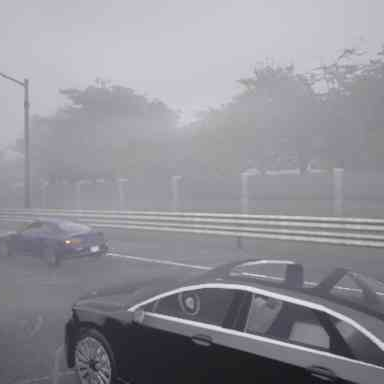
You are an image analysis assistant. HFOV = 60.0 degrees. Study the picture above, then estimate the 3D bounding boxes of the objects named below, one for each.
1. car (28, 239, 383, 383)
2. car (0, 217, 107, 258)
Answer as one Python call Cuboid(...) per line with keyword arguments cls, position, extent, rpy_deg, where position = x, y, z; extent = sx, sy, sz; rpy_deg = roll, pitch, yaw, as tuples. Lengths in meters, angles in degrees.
Cuboid(cls="car", position=(0.628, 1.501, 3.524), extent=(4.902, 1.511, 2.128), rpy_deg=(0, 0, 36))
Cuboid(cls="car", position=(-4.924, 1.629, 11.711), extent=(4.674, 1.442, 1.812), rpy_deg=(-1, 0, 35))
